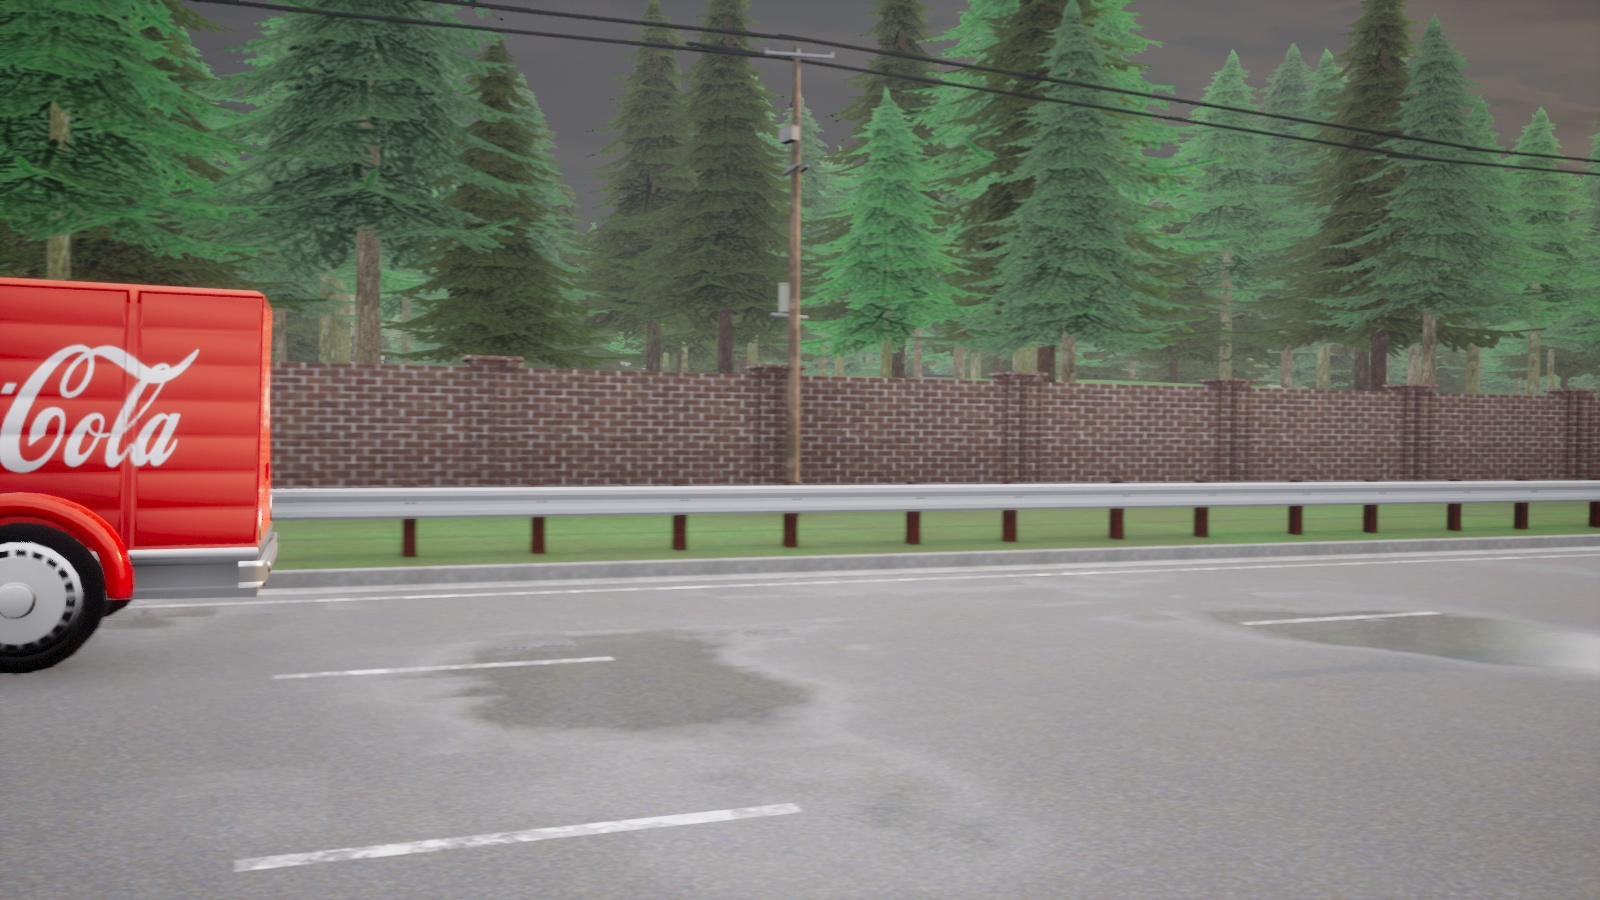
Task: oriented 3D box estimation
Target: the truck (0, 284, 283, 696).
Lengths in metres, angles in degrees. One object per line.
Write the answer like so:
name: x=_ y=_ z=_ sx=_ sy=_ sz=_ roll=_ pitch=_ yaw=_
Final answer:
truck: x=-6.301 y=0.244 z=8.328 sx=5.204 sy=2.467 sz=2.627 roll=-1 pitch=1 yaw=-21
